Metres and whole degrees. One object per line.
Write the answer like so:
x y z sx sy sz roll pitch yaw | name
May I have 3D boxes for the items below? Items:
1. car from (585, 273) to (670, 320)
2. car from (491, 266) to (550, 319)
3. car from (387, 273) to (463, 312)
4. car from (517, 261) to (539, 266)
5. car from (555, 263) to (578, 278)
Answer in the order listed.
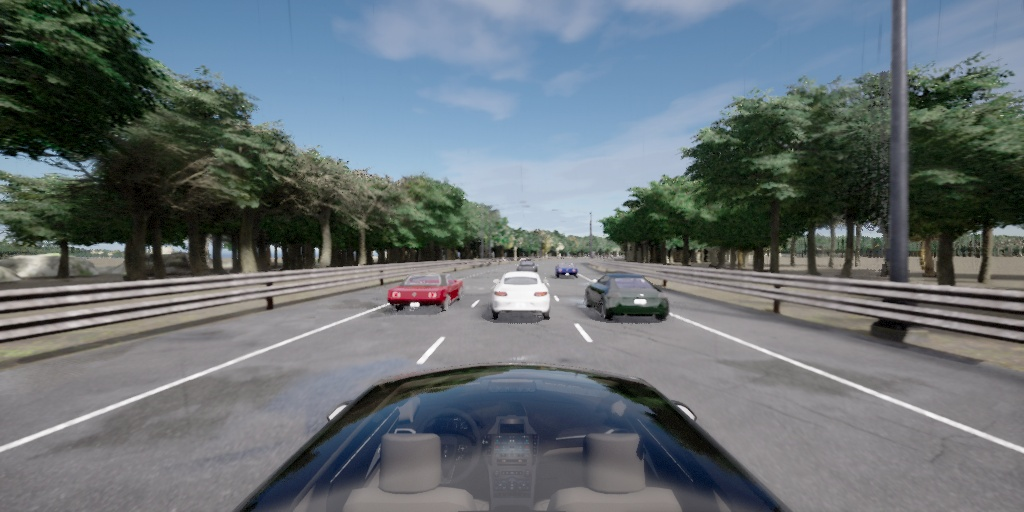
3.812 1.295 12.509 1.994 1.385 4.181 0 0 2 | car
0.312 1.252 12.622 1.812 1.442 4.674 0 0 2 | car
-3.152 1.319 14.122 1.895 1.301 4.718 0 0 2 | car
1.438 1.171 33.024 2.128 1.511 4.902 0 0 4 | car
4.960 1.284 33.284 1.895 1.301 4.718 0 0 5 | car
